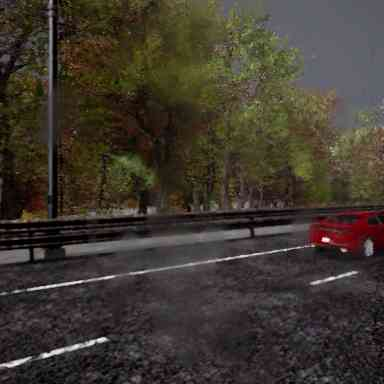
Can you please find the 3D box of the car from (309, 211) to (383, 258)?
[{"bbox_3d":[6.574,1.481,12.818,5.008,1.535,1.882,0,0,-36],"label":"car"}]
